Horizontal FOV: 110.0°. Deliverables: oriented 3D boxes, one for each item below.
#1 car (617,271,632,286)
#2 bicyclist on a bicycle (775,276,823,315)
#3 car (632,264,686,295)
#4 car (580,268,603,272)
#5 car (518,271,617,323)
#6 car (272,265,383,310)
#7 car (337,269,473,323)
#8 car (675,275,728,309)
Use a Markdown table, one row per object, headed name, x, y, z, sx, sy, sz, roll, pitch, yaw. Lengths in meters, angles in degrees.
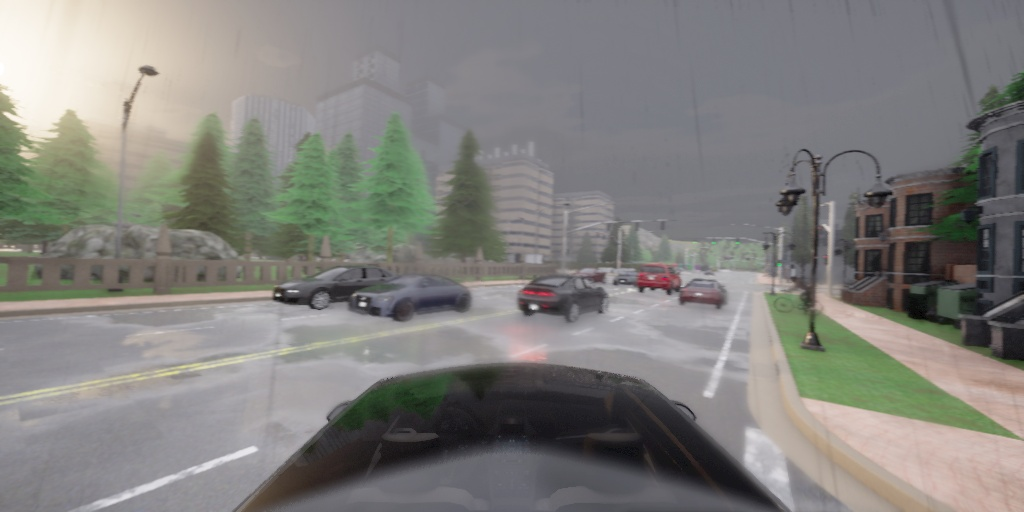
| name | x | y | z | sx | sy | sz | roll | pitch | yaw |
| --- | --- | --- | --- | --- | --- | --- | --- | --- | --- |
| car | 10.629 | 2.061 | 32.360 | 1.994 | 1.385 | 4.181 | 2 | -1 | 35 |
| bicyclist on a bicycle | 12.333 | 1.704 | 15.437 | 1.656 | 1.620 | 0.582 | 2 | -1 | 34 |
| car | 10.825 | 1.666 | 26.193 | 2.150 | 2.045 | 5.566 | 2 | -1 | 34 |
| car | 7.281 | 1.845 | 33.665 | 1.882 | 1.535 | 5.008 | 2 | -1 | 35 |
| car | 2.067 | 1.452 | 13.265 | 1.837 | 1.490 | 4.892 | 2 | -1 | 34 |
| car | -6.301 | 1.105 | 13.740 | 1.837 | 1.490 | 4.892 | 2 | -1 | 34 |
| car | -3.216 | 1.278 | 12.059 | 1.994 | 1.385 | 4.181 | 2 | -1 | 34 |
| car | 10.332 | 1.920 | 19.242 | 1.994 | 1.385 | 4.181 | 2 | -1 | 34 |
